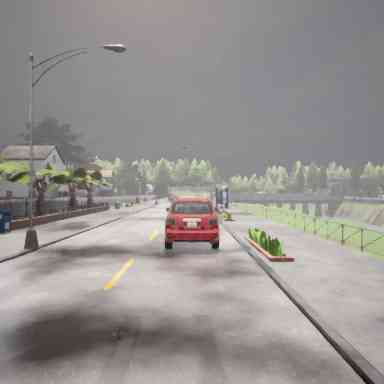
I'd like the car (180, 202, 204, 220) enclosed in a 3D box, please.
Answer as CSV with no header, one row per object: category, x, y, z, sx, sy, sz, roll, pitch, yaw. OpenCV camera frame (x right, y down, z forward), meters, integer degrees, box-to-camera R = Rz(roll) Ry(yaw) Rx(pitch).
car,0.000,1.617,29.680,1.895,1.301,4.718,0,0,0

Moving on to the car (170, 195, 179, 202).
car,-4.000,1.421,76.710,1.882,1.535,5.008,0,0,0

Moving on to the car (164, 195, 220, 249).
car,0.000,1.258,14.680,2.150,2.045,5.566,0,0,0
